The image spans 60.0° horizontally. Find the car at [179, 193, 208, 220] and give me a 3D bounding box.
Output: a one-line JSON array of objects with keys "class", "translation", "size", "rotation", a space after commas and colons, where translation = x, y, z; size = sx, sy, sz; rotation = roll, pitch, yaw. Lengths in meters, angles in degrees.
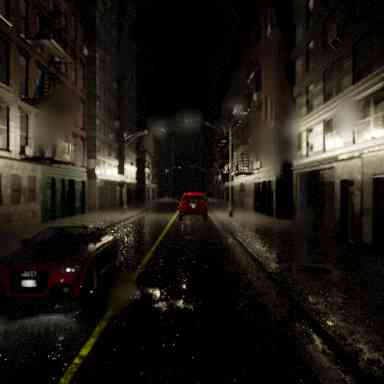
[{"class": "car", "translation": [0.100, 1.123, 26.870], "size": [2.150, 2.045, 5.566], "rotation": [0, 0, 0]}]

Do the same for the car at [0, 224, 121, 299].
[{"class": "car", "translation": [-3.096, 1.533, 8.296], "size": [1.994, 1.385, 4.181], "rotation": [0, 0, 0]}]

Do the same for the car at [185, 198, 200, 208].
[{"class": "car", "translation": [0.098, 1.437, 44.628], "size": [1.895, 1.301, 4.718], "rotation": [0, 0, 0]}]
